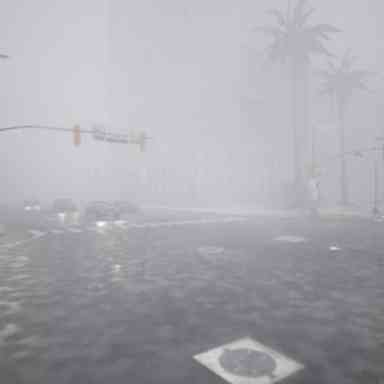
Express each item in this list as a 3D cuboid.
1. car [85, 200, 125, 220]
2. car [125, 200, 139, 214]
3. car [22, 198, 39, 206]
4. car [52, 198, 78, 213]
[{"bbox_3d":[-7.759,1.521,28.444,1.812,1.442,4.674,0,0,-36],"label":"car"},{"bbox_3d":[-7.305,1.541,34.179,2.033,1.411,5.357,0,0,-35],"label":"car"},{"bbox_3d":[-26.236,1.595,54.159,1.895,1.301,4.718,0,0,-36],"label":"car"},{"bbox_3d":[-14.558,1.499,37.930,1.837,1.490,4.892,0,0,-36],"label":"car"}]
